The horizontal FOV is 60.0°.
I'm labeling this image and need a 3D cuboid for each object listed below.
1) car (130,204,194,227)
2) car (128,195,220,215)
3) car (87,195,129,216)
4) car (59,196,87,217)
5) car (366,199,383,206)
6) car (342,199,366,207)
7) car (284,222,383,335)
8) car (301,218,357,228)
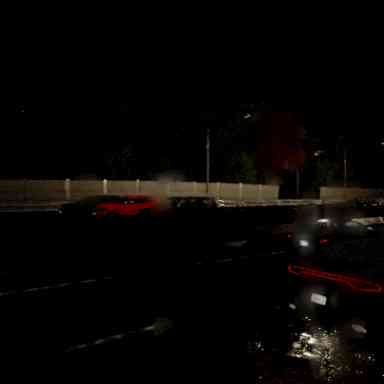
[{"bbox_3d":[-2.110,1.633,23.979,4.181,1.385,1.994,0,0,-35],"label":"car"},{"bbox_3d":[-0.773,1.286,20.636,5.566,2.045,2.150,0,0,-35],"label":"car"},{"bbox_3d":[-4.959,1.285,26.247,5.566,2.045,2.150,0,0,-35],"label":"car"},{"bbox_3d":[-8.251,1.277,28.209,5.566,2.045,2.150,0,0,-35],"label":"car"},{"bbox_3d":[29.129,1.804,50.489,4.902,1.511,2.128,0,0,-35],"label":"car"},{"bbox_3d":[25.688,1.807,52.343,4.892,1.490,1.837,0,0,-35],"label":"car"},{"bbox_3d":[3.974,1.517,6.578,5.008,1.535,1.882,0,0,-36],"label":"car"},{"bbox_3d":[5.214,1.626,11.763,4.181,1.385,1.994,0,0,-35],"label":"car"}]
